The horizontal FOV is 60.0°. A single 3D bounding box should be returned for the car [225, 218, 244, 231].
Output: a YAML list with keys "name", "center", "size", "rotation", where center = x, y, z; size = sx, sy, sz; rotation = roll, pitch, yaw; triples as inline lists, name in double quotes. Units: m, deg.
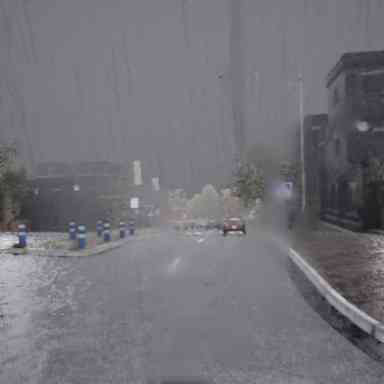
- name: "car"
  center: [5.056, 3.849, 39.120]
  size: [2.033, 1.411, 5.357]
  rotation: [-2, -6, 8]

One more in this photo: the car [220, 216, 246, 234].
- name: "car"
  center: [3.601, 2.789, 28.252]
  size: [1.812, 1.442, 4.674]
  rotation: [-2, -6, 8]

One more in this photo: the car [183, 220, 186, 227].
- name: "car"
  center: [-5.300, 9.084, 92.670]
  size: [5.366, 1.575, 1.946]
  rotation: [0, -5, -12]

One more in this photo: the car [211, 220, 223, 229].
- name: "car"
  center: [4.427, 5.727, 58.787]
  size: [1.837, 1.490, 4.892]
  rotation: [-1, -6, 8]

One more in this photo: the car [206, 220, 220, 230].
- name: "car"
  center: [3.089, 4.774, 48.594]
  size: [1.812, 1.442, 4.674]
  rotation: [-2, -6, 8]

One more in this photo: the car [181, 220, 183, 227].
- name: "car"
  center: [-5.550, 8.833, 89.692]
  size: [4.792, 1.488, 2.163]
  rotation: [0, -5, -12]

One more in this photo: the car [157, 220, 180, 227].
- name: "car"
  center: [-6.303, 8.239, 83.682]
  size: [4.892, 1.521, 2.231]
  rotation: [0, -5, -13]
